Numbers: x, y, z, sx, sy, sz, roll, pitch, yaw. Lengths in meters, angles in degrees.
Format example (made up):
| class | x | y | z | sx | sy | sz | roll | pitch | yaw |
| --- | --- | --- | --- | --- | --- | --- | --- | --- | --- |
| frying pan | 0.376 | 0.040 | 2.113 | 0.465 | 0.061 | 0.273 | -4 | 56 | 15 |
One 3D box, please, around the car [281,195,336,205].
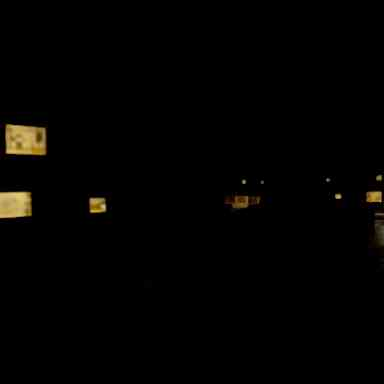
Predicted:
| class | x | y | z | sx | sy | sz | roll | pitch | yaw |
| --- | --- | --- | --- | --- | --- | --- | --- | --- | --- |
| car | 10.045 | 1.340 | 28.270 | 2.150 | 2.045 | 5.566 | -1 | 1 | -34 |
